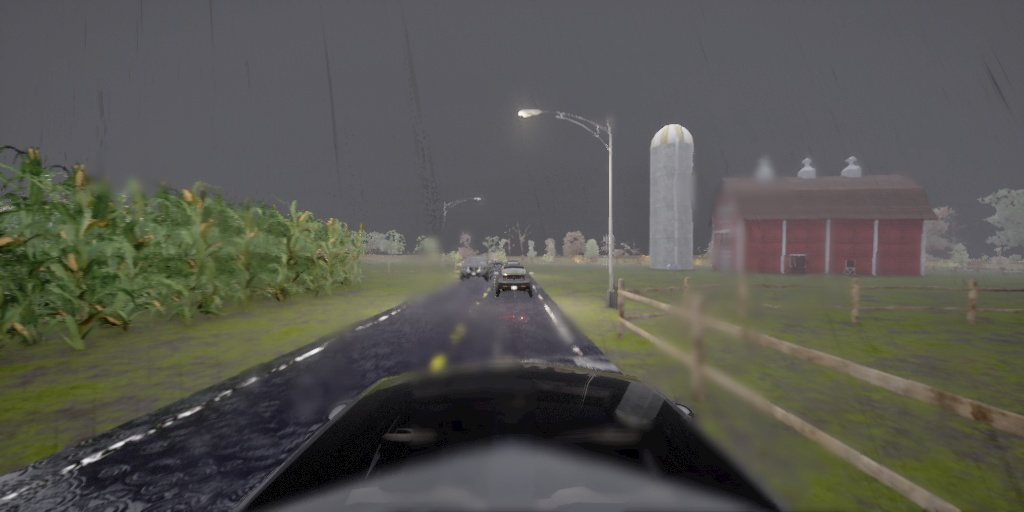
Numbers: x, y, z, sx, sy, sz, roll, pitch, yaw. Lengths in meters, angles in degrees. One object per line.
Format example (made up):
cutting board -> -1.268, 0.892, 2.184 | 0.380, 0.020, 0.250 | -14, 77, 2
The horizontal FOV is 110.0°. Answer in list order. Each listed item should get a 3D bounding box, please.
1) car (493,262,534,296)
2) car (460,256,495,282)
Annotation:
car -> 0.100, 1.252, 19.279 | 1.837, 1.490, 4.892 | 0, 0, 0
car -> -2.848, 0.974, 29.388 | 2.150, 2.045, 5.566 | 0, 0, 0
